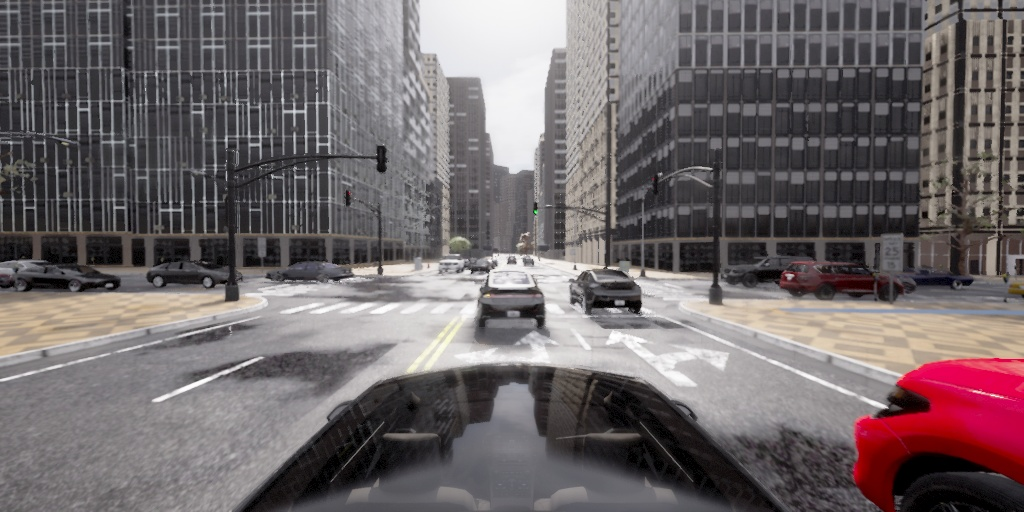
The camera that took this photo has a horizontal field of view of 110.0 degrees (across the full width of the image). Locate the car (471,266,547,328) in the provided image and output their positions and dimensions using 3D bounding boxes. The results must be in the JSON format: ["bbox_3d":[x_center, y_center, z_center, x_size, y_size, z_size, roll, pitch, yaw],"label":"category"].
[{"bbox_3d":[-0.128,1.210,11.193,2.128,1.511,4.902,0,0,-4],"label":"car"}]

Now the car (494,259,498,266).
[{"bbox_3d":[-3.339,1.109,48.597,1.994,1.385,4.181,0,0,0],"label":"car"}]

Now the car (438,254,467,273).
[{"bbox_3d":[-6.595,0.809,39.461,2.150,2.045,5.566,0,0,0],"label":"car"}]

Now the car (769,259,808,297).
[{"bbox_3d":[16.191,1.219,17.825,5.009,1.841,2.192,0,0,1],"label":"car"}]

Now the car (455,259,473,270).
[{"bbox_3d":[-6.574,1.104,49.502,1.994,1.385,4.181,0,0,0],"label":"car"}]

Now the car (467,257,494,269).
[{"bbox_3d":[-3.346,1.067,39.011,1.882,1.535,5.008,0,0,0],"label":"car"}]

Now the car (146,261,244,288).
[{"bbox_3d":[-18.411,1.047,20.945,4.892,1.490,1.837,1,1,2],"label":"car"}]

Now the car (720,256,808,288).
[{"bbox_3d":[16.841,1.017,23.573,5.566,2.045,2.150,1,1,1],"label":"car"}]

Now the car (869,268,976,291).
[{"bbox_3d":[26.656,1.483,23.424,4.718,1.301,1.895,1,1,1],"label":"car"}]

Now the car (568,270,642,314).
[{"bbox_3d":[3.342,1.244,13.542,1.837,1.490,4.892,0,-1,0],"label":"car"}]

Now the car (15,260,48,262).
[{"bbox_3d":[-28.365,0.976,21.163,4.674,1.442,1.812,1,1,1],"label":"car"}]

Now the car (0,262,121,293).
[{"bbox_3d":[-22.734,1.121,18.345,4.313,1.339,1.948,0,0,1],"label":"car"}]

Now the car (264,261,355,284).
[{"bbox_3d":[-13.546,1.069,24.143,5.357,1.411,2.033,1,1,2],"label":"car"}]
